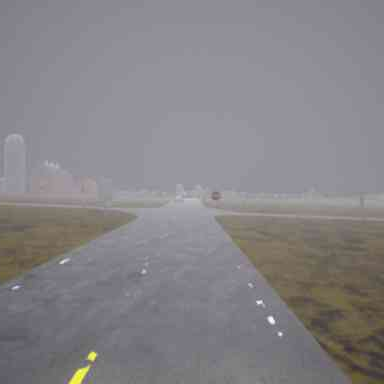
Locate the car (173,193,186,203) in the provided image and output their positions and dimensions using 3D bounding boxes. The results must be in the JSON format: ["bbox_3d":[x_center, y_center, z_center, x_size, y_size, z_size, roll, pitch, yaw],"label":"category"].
[{"bbox_3d":[-2.756,1.490,68.343,1.812,1.442,4.674,0,0,0],"label":"car"}]
